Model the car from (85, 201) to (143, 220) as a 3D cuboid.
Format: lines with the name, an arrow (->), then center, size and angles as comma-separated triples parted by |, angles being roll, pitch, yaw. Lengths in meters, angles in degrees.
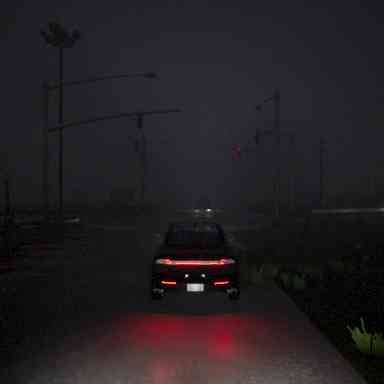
car -> -6.454, 1.526, 27.697 | 4.674, 1.442, 1.812 | 0, 1, -10

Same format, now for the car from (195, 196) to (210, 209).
car -> 1.468, 1.491, 43.942 | 1.812, 1.442, 4.674 | 0, 0, 3

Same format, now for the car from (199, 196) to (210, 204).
car -> 2.393, 1.442, 61.663 | 1.882, 1.535, 5.008 | 0, 0, 3

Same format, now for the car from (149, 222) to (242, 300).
car -> 0.078, 1.492, 8.364 | 2.128, 1.511, 4.902 | 0, 0, 0
